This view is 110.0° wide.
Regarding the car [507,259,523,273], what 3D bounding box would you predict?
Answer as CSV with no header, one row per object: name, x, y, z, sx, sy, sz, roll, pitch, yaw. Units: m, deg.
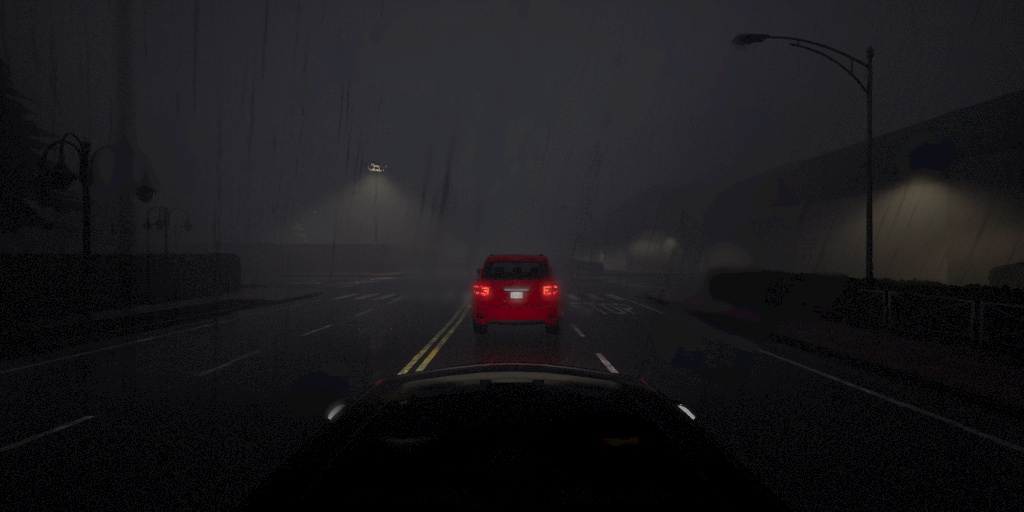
car,0.350,1.228,45.580,1.882,1.535,5.008,0,0,1

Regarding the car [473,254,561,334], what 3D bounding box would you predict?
car,0.120,0.971,10.727,2.150,2.045,5.566,0,0,0
